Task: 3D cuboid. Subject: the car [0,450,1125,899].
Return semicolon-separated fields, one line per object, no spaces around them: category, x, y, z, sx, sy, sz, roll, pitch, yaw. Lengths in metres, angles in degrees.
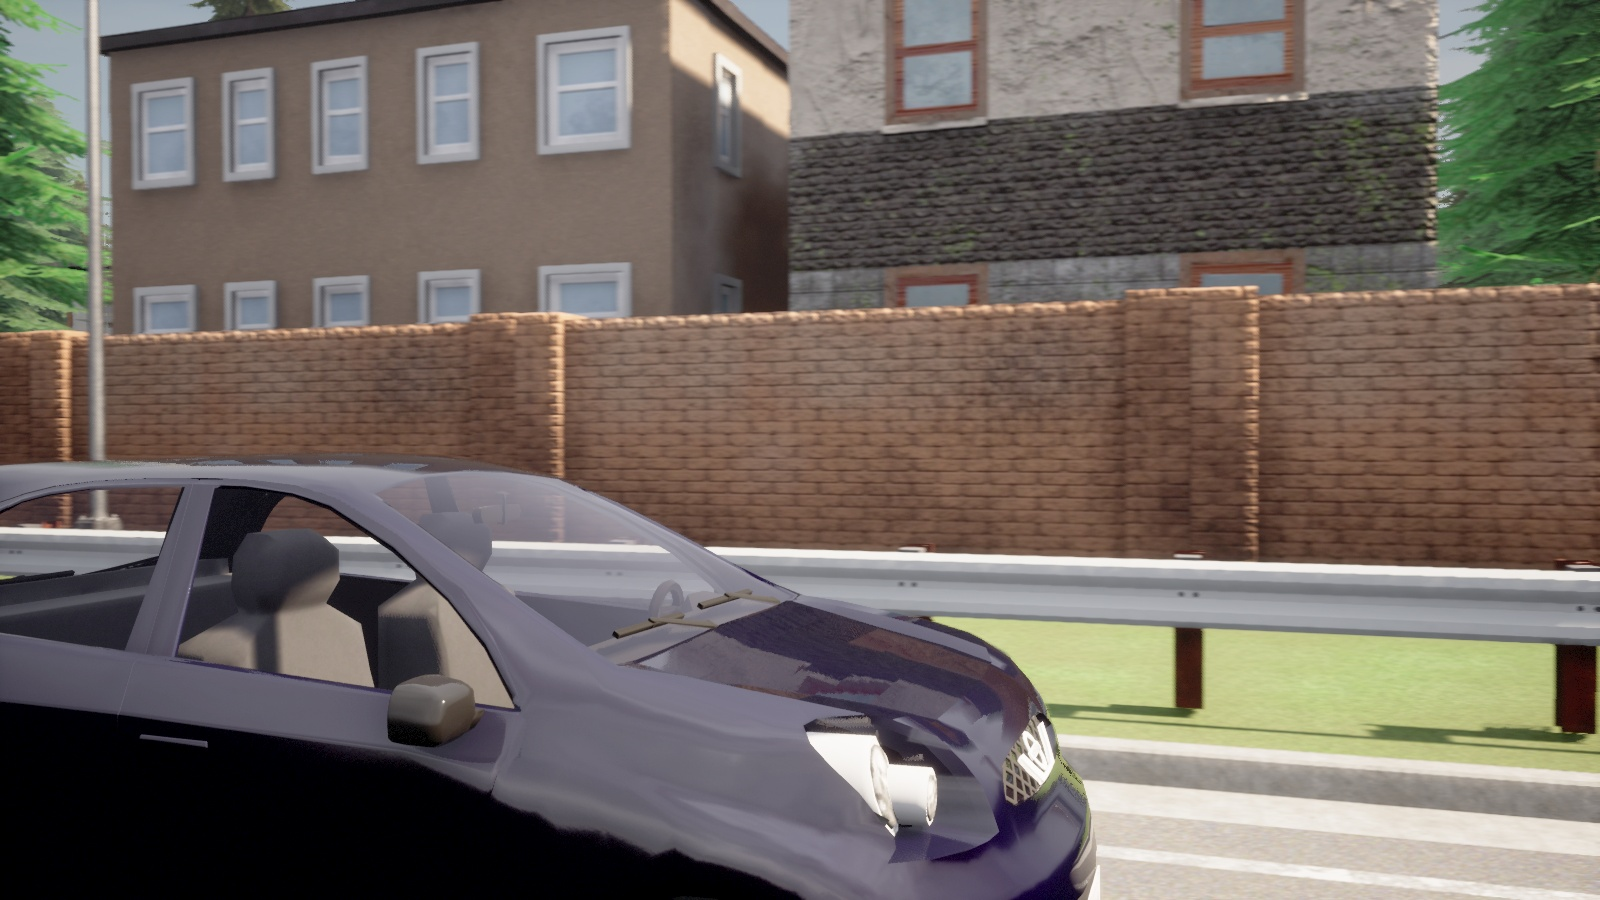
car;-1.031;0.780;3.540;3.633;1.501;1.845;1;1;19
